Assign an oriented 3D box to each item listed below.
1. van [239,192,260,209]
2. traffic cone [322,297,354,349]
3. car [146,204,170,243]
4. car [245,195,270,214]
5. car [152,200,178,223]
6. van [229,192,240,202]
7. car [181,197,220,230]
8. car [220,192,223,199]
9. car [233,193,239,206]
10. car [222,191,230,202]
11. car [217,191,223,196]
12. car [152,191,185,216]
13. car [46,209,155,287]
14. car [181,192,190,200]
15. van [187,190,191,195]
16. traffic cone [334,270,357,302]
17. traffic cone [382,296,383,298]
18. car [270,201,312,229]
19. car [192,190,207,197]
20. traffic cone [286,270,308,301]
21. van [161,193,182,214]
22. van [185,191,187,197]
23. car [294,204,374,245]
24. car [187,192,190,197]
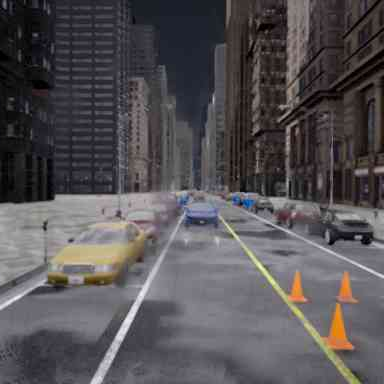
[{"bbox_3d":[6.703,1.041,37.487,1.690,1.788,3.998,0,1,1],"label":"van"},{"bbox_3d":[2.137,1.925,4.875,0.340,0.580,0.340,0,1,1],"label":"traffic cone"},{"bbox_3d":[-2.187,1.420,14.910,1.802,1.307,4.206,0,1,1],"label":"car"},{"bbox_3d":[6.610,1.302,31.812,2.008,1.369,4.403,0,1,1],"label":"car"},{"bbox_3d":[-2.096,1.367,20.586,1.802,1.307,4.206,0,1,1],"label":"car"},{"bbox_3d":[6.885,0.937,48.839,1.690,1.788,3.998,0,1,1],"label":"van"},{"bbox_3d":[0.564,1.291,19.922,1.882,1.535,5.008,0,1,1],"label":"car"},{"bbox_3d":[7.157,1.025,65.871,1.802,1.307,4.206,0,1,1],"label":"car"},{"bbox_3d":[6.792,1.192,43.165,1.887,1.381,4.507,0,1,1],"label":"car"},{"bbox_3d":[7.067,0.934,60.193,1.967,1.590,4.097,0,1,1],"label":"car"},{"bbox_3d":[7.250,0.707,71.545,2.192,1.841,5.009,0,1,1],"label":"car"},{"bbox_3d":[-2.003,1.047,26.260,2.192,1.841,5.009,0,1,1],"label":"car"},{"bbox_3d":[-2.281,1.418,9.062,1.752,1.417,4.829,0,1,1],"label":"car"},{"bbox_3d":[-1.278,0.846,71.503,1.752,1.417,4.829,0,1,1],"label":"car"},{"bbox_3d":[-1.548,0.813,54.643,1.690,1.788,3.998,0,1,1],"label":"van"},{"bbox_3d":[3.169,1.915,6.859,0.340,0.580,0.340,0,1,1],"label":"traffic cone"},{"bbox_3d":[4.169,1.924,6.843,0.340,0.580,0.340,0,1,1],"label":"traffic cone"},{"bbox_3d":[6.428,1.298,20.456,1.967,1.590,4.097,0,1,1],"label":"car"},{"bbox_3d":[1.418,0.734,67.173,2.097,1.767,4.553,0,1,1],"label":"car"},{"bbox_3d":[2.169,1.906,6.875,0.340,0.580,0.340,0,1,1],"label":"traffic cone"},{"bbox_3d":[-1.912,1.020,31.937,1.690,1.788,3.998,0,1,1],"label":"van"},{"bbox_3d":[-1.821,0.968,37.613,1.690,1.788,3.998,0,1,1],"label":"van"},{"bbox_3d":[6.337,1.461,14.781,2.008,1.369,4.403,0,1,1],"label":"car"},{"bbox_3d":[-1.640,1.105,48.968,1.802,1.307,4.206,0,1,1],"label":"car"}]
